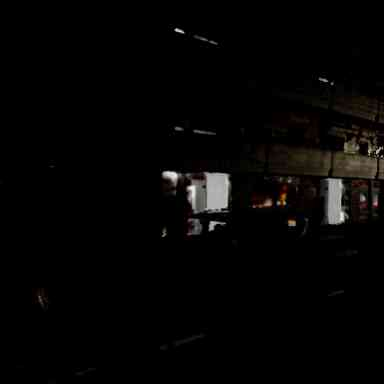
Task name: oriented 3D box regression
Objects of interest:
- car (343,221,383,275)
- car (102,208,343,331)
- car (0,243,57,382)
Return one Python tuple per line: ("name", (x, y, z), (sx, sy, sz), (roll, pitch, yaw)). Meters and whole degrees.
("car", (5.312, 1.577, 10.352), (4.206, 1.307, 1.802), (0, 0, -36))
("car", (0.725, 1.313, 7.076), (5.009, 1.841, 2.192), (0, 0, -36))
("car", (-3.863, 1.441, 3.802), (4.097, 1.590, 1.967), (0, 0, -36))
